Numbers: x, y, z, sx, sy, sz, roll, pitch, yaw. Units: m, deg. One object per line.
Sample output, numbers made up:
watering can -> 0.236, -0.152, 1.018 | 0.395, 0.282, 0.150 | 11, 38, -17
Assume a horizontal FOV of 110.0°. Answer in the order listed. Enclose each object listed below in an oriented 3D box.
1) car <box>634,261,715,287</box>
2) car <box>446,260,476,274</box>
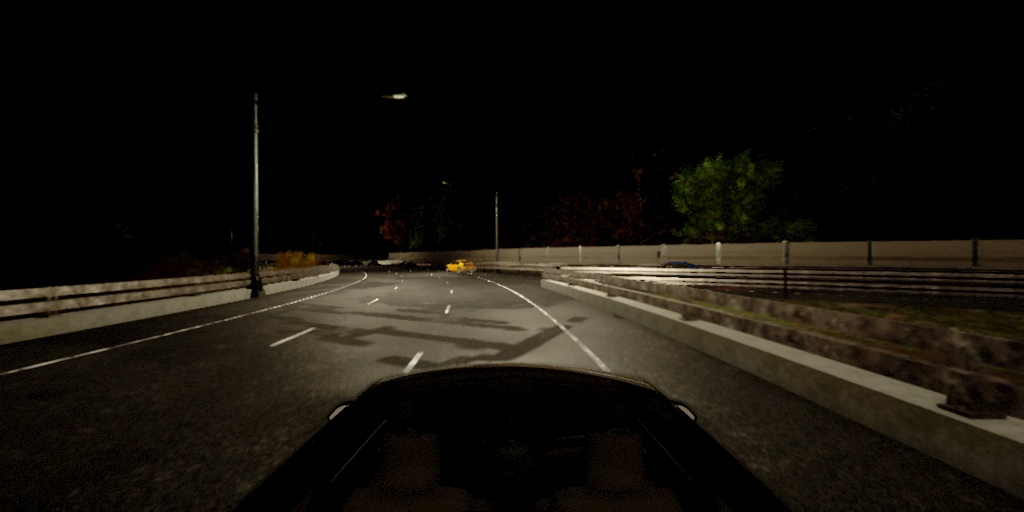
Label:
car -> 10.812, 1.099, 24.214 | 5.008, 1.535, 1.882 | 0, 0, 36
car -> -6.038, 1.220, 41.874 | 1.882, 1.535, 5.008 | 0, 0, -36
